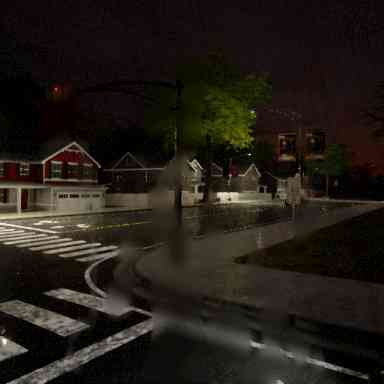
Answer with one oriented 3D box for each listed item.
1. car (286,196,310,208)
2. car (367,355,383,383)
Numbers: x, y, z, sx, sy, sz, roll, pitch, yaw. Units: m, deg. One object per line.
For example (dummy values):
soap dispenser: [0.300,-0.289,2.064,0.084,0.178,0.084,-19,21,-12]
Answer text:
car: [13.793,1.198,43.194,2.128,1.511,4.902,1,1,36]
car: [3.346,1.506,1.295,4.892,1.490,1.837,0,0,35]
